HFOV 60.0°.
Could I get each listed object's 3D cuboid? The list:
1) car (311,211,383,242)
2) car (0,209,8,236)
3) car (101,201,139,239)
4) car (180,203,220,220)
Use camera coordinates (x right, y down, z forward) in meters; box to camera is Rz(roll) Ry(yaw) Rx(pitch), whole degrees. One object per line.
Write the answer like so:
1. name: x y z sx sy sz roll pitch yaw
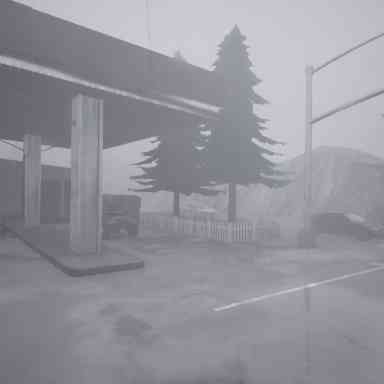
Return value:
1. car: 8.545 1.831 18.689 1.812 1.442 4.674 1 0 -35
2. car: -11.665 1.520 18.470 2.242 1.667 4.611 1 0 -36
3. car: -4.534 1.446 18.268 1.905 1.878 3.866 1 0 -36
4. car: 0.572 1.738 29.983 1.812 1.442 4.674 1 0 -35
